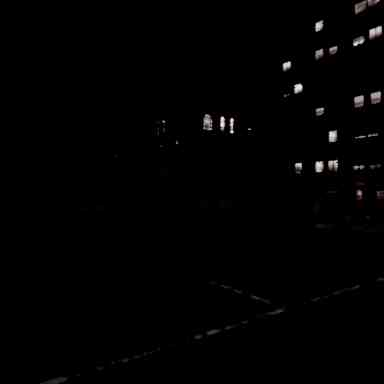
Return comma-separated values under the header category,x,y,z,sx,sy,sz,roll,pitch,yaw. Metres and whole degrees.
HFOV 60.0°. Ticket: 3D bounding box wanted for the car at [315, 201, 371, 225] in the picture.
category,x,y,z,sx,sy,sz,roll,pitch,yaw
car,11.589,1.706,26.610,1.882,1.535,5.008,0,-1,-35
